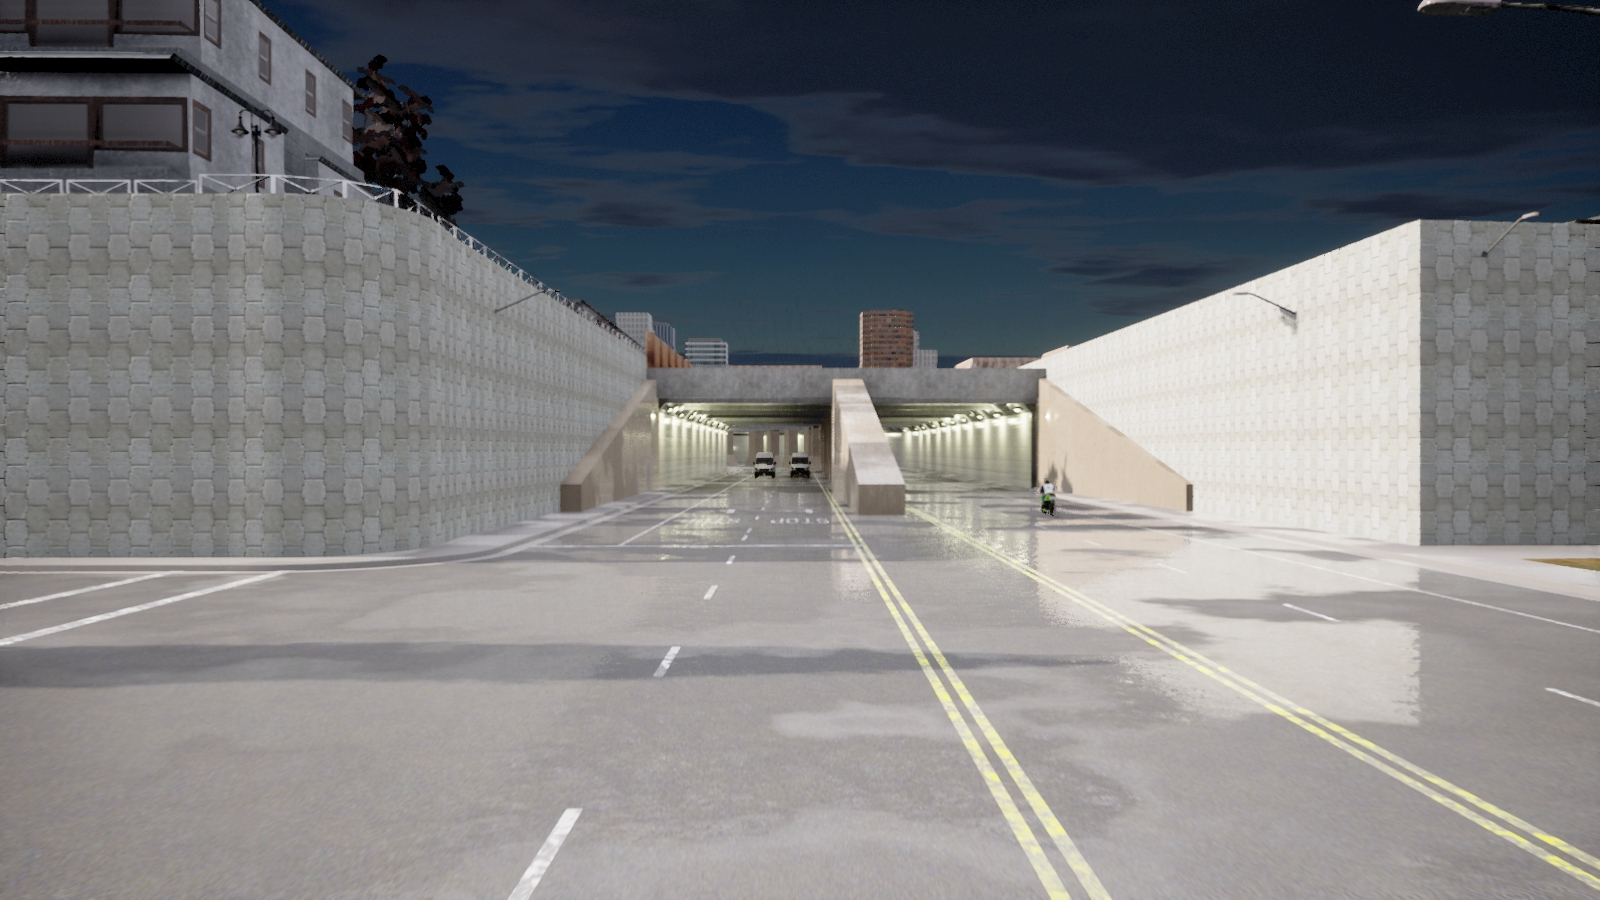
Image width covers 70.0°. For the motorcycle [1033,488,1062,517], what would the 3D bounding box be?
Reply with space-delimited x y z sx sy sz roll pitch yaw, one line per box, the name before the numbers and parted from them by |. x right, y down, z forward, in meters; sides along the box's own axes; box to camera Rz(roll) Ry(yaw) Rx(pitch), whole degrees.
motorcycle | 10.481 2.201 48.407 0.803 1.145 2.033 0 0 0
